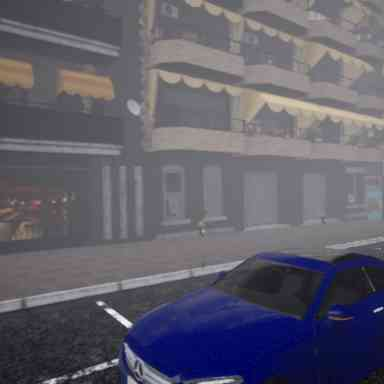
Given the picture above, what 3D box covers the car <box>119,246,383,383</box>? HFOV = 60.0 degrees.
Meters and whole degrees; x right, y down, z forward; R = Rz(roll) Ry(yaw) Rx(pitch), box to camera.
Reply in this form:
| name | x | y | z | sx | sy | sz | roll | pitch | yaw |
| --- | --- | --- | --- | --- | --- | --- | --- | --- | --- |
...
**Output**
| name | x | y | z | sx | sy | sz | roll | pitch | yaw |
| --- | --- | --- | --- | --- | --- | --- | --- | --- | --- |
| car | 1.396 | 1.516 | 4.334 | 4.674 | 1.442 | 1.812 | 0 | 0 | -35 |
